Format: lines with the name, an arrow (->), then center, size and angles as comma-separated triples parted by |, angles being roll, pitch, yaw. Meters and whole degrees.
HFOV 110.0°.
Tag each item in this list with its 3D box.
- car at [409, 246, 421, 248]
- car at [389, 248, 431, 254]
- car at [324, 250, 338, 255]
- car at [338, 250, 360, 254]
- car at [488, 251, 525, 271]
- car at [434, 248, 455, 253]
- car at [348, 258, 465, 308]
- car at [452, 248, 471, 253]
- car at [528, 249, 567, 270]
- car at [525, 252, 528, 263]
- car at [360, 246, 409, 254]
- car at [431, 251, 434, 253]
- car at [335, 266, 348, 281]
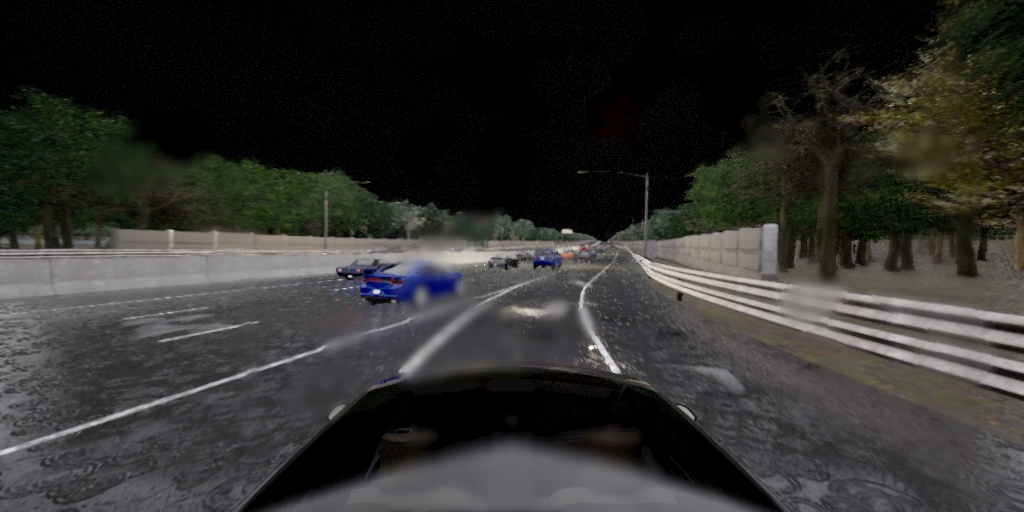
car -> -17.512, -0.628, 61.615 | 2.150, 2.045, 5.566 | 1, 1, 18
car -> -12.313, 0.144, 43.546 | 1.837, 1.490, 4.892 | 1, 1, 18
car -> -22.355, -0.066, 46.569 | 1.812, 1.442, 4.674 | 1, 1, 18
car -> -19.012, -0.023, 45.555 | 2.128, 1.511, 4.902 | 1, 1, 18
car -> -0.711, 0.541, 33.665 | 2.128, 1.511, 4.902 | 1, 1, 18
car -> -10.549, -0.216, 60.448 | 2.128, 1.511, 4.902 | 1, 1, 18
car -> -3.498, 0.930, 13.596 | 1.882, 1.535, 5.008 | 1, 1, 18
car -> -7.467, -0.094, 58.636 | 1.812, 1.442, 4.674 | 1, 1, 18
car -> 3.624, 0.295, 35.700 | 2.150, 2.045, 5.566 | 1, 1, 18
car -> 1.785, 0.163, 52.987 | 1.837, 1.490, 4.892 | 1, 1, 18
car -> -15.684, -0.214, 44.454 | 2.150, 2.045, 5.566 | 1, 1, 18
car -> -13.938, -0.224, 61.332 | 1.994, 1.385, 4.181 | 1, 1, 18
car -> -8.214, 0.793, 21.790 | 1.895, 1.301, 4.718 | 1, 1, 18
